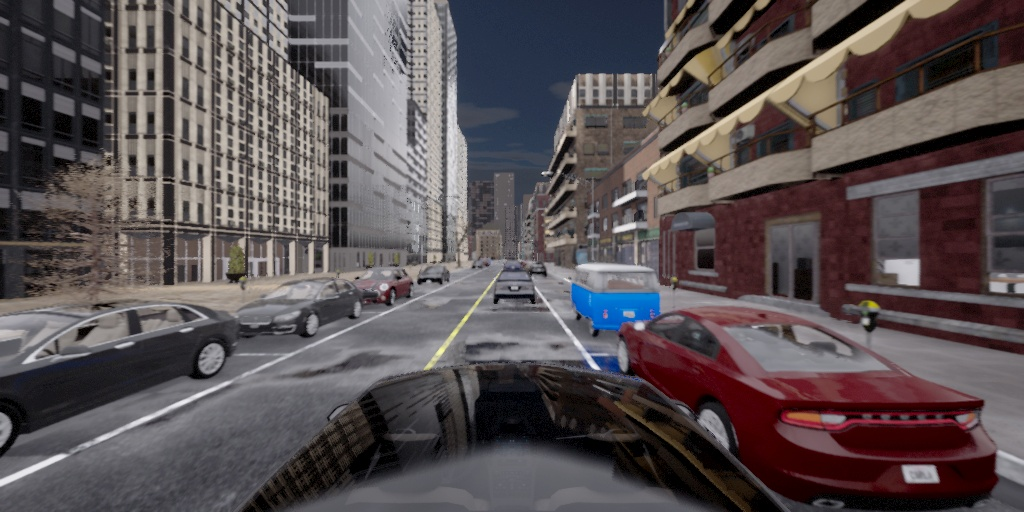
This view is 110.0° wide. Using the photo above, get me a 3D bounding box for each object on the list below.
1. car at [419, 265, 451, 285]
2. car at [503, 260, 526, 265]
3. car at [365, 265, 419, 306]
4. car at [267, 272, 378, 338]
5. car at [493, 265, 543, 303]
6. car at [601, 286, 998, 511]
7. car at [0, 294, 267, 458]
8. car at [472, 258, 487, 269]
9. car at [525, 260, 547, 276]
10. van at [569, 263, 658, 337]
[{"bbox_3d":[-5.690,1.374,26.680,1.948,1.339,4.313,0,0,0],"label":"car"},{"bbox_3d":[0.103,1.196,39.598,2.097,1.767,4.553,0,0,0],"label":"car"},{"bbox_3d":[-5.690,1.221,15.635,1.967,1.591,4.097,0,0,0],"label":"car"},{"bbox_3d":[-5.691,1.319,10.112,2.007,1.370,4.403,0,0,0],"label":"car"},{"bbox_3d":[0.101,1.332,16.857,2.033,1.411,5.357,0,0,0],"label":"car"},{"bbox_3d":[2.690,1.302,4.588,1.888,1.381,4.507,0,0,0],"label":"car"},{"bbox_3d":[-5.691,1.307,4.588,2.007,1.370,4.403,0,0,0],"label":"car"},{"bbox_3d":[-5.688,1.474,59.818,1.948,1.339,4.313,0,0,0],"label":"car"},{"bbox_3d":[2.692,1.404,37.725,1.948,1.339,4.313,0,0,0],"label":"car"},{"bbox_3d":[2.691,1.110,10.110,1.690,1.789,3.998,0,0,0],"label":"van"}]
